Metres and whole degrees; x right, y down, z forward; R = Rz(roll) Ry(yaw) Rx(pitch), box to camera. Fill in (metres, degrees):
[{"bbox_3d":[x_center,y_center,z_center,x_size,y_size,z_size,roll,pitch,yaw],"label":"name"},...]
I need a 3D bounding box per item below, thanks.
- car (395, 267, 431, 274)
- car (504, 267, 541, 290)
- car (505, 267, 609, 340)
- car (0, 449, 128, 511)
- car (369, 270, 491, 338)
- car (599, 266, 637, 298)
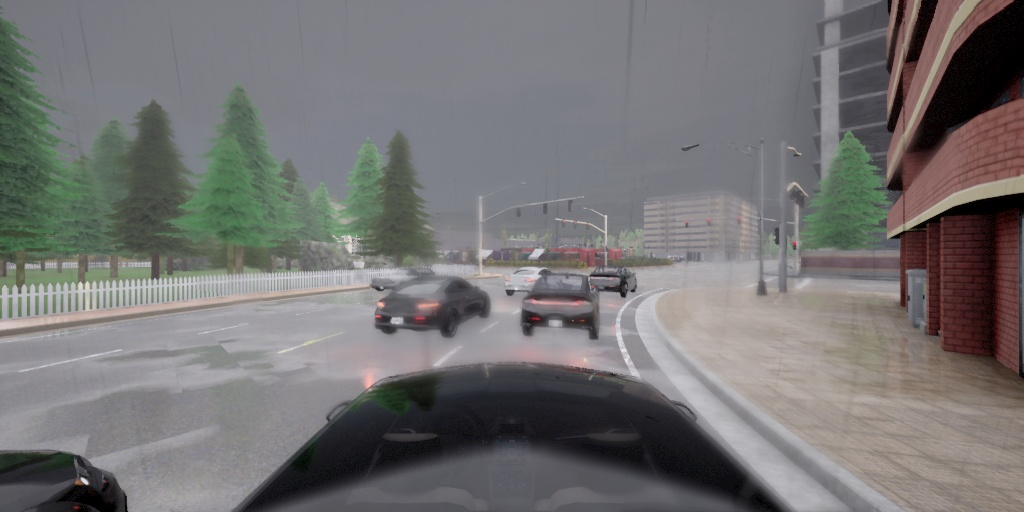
[{"bbox_3d":[-5.919,1.354,20.927,1.895,1.301,4.718,0,0,26],"label":"car"},{"bbox_3d":[1.208,1.276,18.723,1.812,1.442,4.674,0,0,26],"label":"car"},{"bbox_3d":[1.530,1.241,10.094,2.128,1.511,4.902,0,0,14],"label":"car"},{"bbox_3d":[-3.170,1.314,0.306,1.994,1.385,4.181,0,0,-3],"label":"car"},{"bbox_3d":[-2.017,1.276,10.215,1.812,1.442,4.674,0,0,13],"label":"car"},{"bbox_3d":[5.285,1.241,18.723,2.128,1.511,4.902,0,0,28],"label":"car"}]
